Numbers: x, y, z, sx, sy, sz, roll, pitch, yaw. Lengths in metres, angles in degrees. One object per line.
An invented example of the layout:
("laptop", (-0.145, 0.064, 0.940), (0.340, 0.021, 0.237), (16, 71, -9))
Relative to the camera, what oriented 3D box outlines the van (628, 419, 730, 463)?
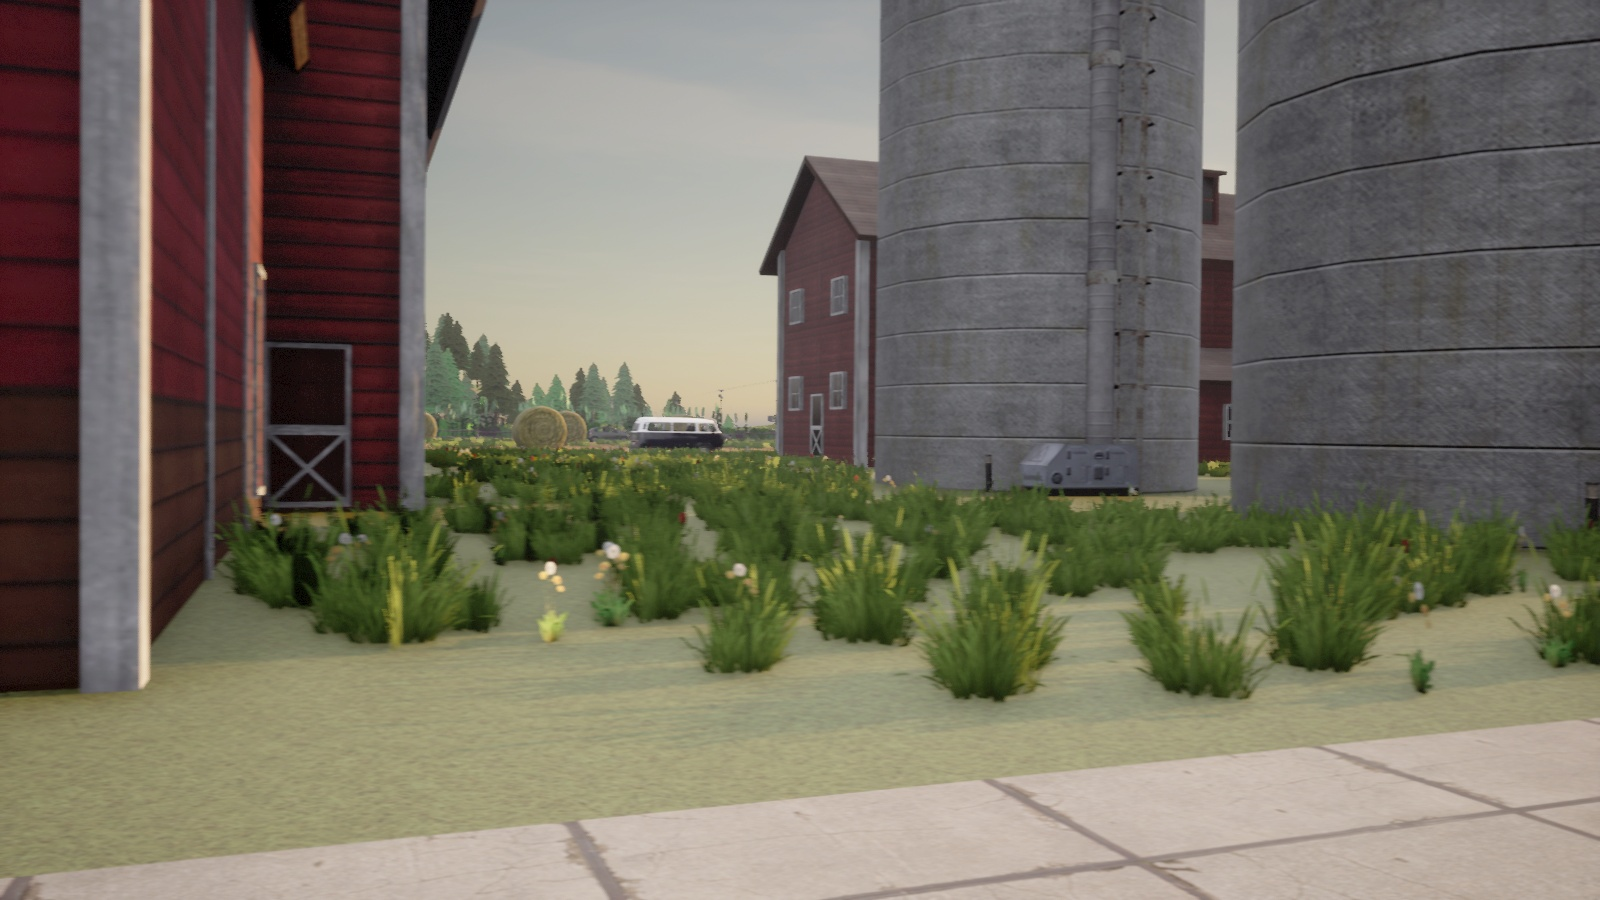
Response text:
("van", (-5.873, -0.431, 60.812), (4.480, 2.038, 2.069), (-1, 1, -21))
